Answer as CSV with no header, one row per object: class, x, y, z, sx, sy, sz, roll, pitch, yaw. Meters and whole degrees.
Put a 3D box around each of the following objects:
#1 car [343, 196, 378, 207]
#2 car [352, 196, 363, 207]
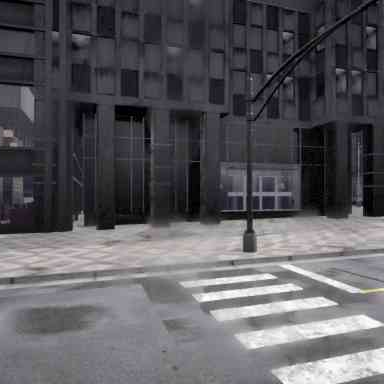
car,23.429,1.292,46.331,1.994,1.385,4.181,0,-1,-17
car,21.384,1.288,41.993,1.895,1.301,4.718,0,-1,-17
